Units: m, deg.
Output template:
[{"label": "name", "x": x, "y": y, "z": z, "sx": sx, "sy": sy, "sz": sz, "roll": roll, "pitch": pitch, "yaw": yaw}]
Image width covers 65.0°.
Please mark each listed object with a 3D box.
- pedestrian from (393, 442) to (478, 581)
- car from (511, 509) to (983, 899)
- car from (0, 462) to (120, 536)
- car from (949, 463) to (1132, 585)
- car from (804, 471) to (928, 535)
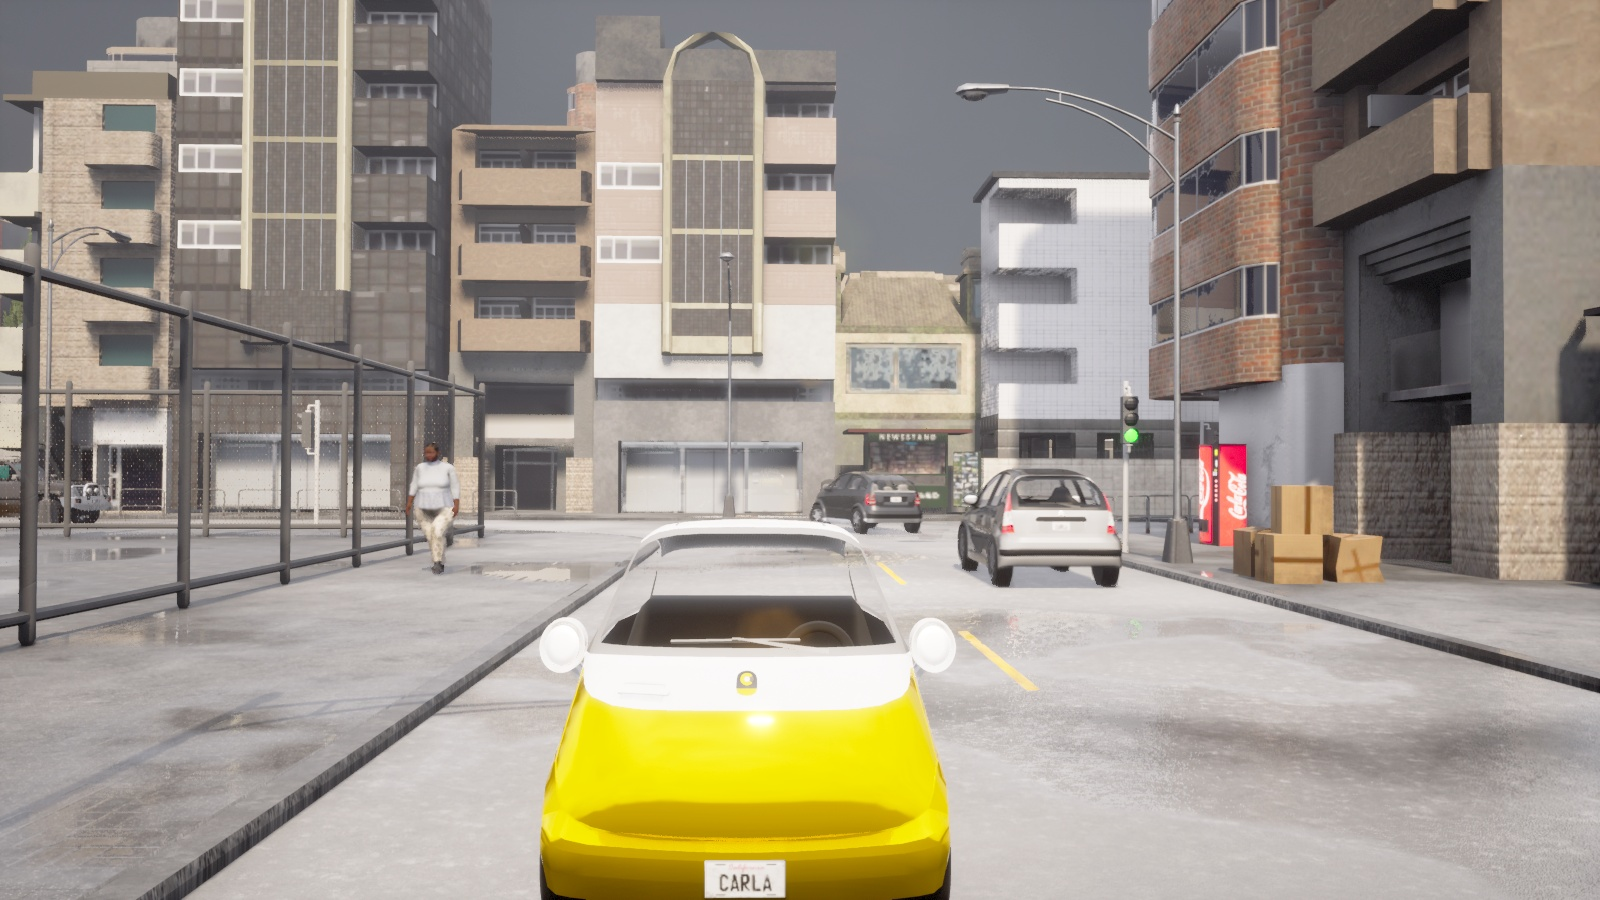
[{"label": "pedestrian", "x": -5.009, "y": 0.834, "z": 17.311, "sx": 0.874, "sy": 1.855, "sz": 0.900, "roll": 0, "pitch": -1, "yaw": 4}, {"label": "car", "x": -0.190, "y": 0.955, "z": 5.061, "sx": 1.481, "sy": 1.376, "sz": 2.207, "roll": 0, "pitch": -1, "yaw": -1}, {"label": "car", "x": -20.481, "y": 1.259, "z": 32.573, "sx": 4.605, "sy": 1.855, "sz": 1.932, "roll": 0, "pitch": -1, "yaw": -1}, {"label": "car", "x": 3.444, "y": 1.013, "z": 18.732, "sx": 1.851, "sy": 1.617, "sz": 3.988, "roll": 0, "pitch": -1, "yaw": -1}, {"label": "car", "x": 1.649, "y": 1.333, "z": 32.650, "sx": 1.789, "sy": 1.549, "sz": 3.705, "roll": 1, "pitch": -1, "yaw": -23}]
